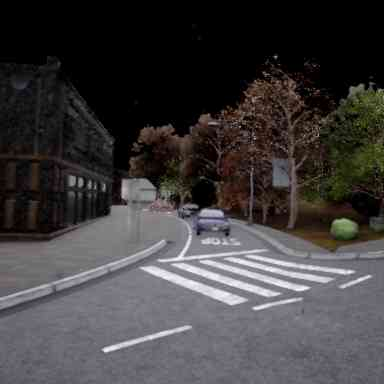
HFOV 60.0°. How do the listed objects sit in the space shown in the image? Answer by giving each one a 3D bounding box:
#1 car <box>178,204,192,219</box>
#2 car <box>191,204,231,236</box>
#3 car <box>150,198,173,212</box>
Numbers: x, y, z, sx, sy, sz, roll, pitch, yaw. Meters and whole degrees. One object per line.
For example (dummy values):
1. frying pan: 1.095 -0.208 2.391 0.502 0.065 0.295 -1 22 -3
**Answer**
1. car: -0.116 1.827 31.289 1.994 1.385 4.181 2 -1 -11
2. car: 1.132 1.702 19.902 1.812 1.442 4.674 2 0 -2
3. car: -4.142 1.750 44.806 2.097 1.767 4.553 3 -2 -22
